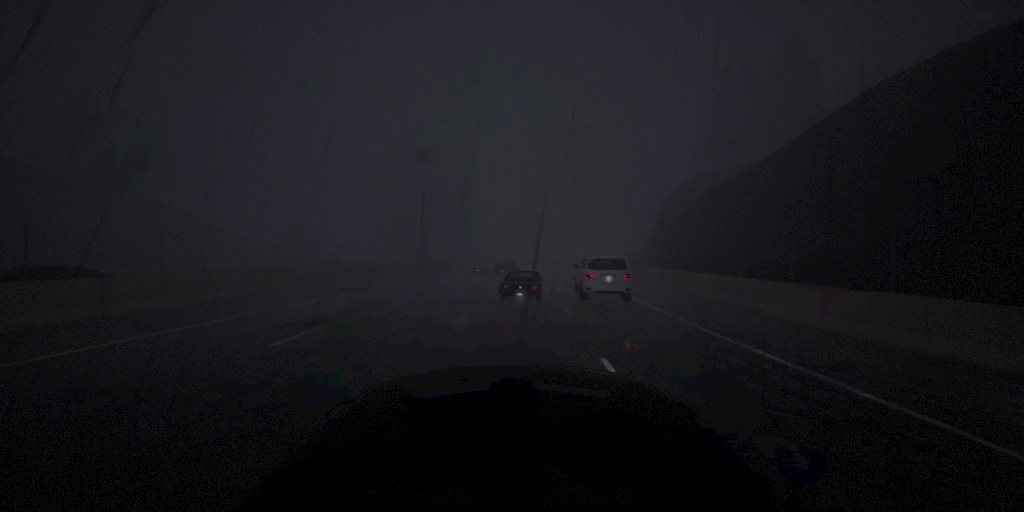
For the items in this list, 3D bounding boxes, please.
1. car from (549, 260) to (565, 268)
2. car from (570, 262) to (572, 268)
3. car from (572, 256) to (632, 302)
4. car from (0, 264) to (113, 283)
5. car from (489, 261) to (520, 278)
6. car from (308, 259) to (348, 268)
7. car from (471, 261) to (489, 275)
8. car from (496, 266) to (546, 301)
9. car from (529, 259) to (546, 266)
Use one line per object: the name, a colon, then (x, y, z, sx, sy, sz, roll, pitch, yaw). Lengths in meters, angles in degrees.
car: (8.152, 1.443, 64.449, 1.895, 1.301, 4.718, 1, 0, 22)
car: (11.714, 1.432, 64.026, 2.033, 1.411, 5.357, 1, 0, 23)
car: (4.344, 1.022, 17.703, 2.150, 2.045, 5.566, 0, 0, 6)
car: (-17.227, 1.051, 12.625, 1.837, 1.490, 4.892, 1, 0, 3)
car: (-0.402, 1.221, 34.053, 1.882, 1.535, 5.008, 0, 0, 11)
car: (-23.169, 1.022, 45.461, 2.033, 1.411, 5.357, 1, 0, 13)
car: (-3.010, 1.238, 38.709, 1.812, 1.442, 4.674, 0, 0, 12)
car: (0.596, 1.357, 17.387, 1.895, 1.301, 4.718, 1, 0, 6)
car: (4.639, 1.279, 64.573, 1.882, 1.535, 5.008, 0, 0, 21)
